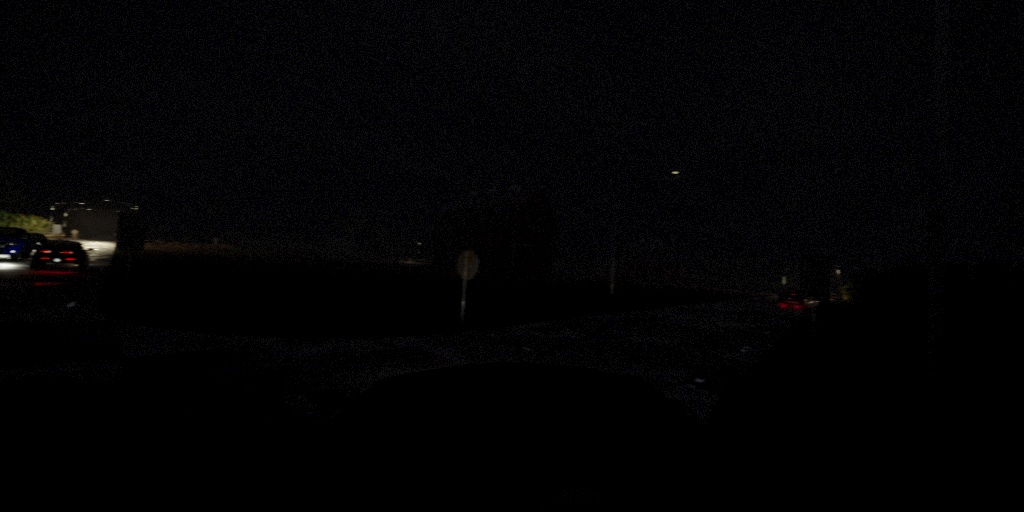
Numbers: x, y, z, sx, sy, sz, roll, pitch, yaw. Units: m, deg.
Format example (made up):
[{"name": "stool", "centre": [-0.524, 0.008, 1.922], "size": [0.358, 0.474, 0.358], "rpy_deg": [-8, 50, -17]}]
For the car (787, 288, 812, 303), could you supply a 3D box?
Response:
[{"name": "car", "centre": [35.388, 4.818, 44.120], "size": [2.128, 1.511, 4.902], "rpy_deg": [2, -3, 42]}]

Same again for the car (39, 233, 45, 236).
[{"name": "car", "centre": [-39.363, -1.125, 29.197], "size": [4.553, 1.767, 2.097], "rpy_deg": [3, -2, 43]}]

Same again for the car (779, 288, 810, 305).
[{"name": "car", "centre": [28.375, 4.060, 36.306], "size": [2.128, 1.511, 4.902], "rpy_deg": [2, -3, 42]}]

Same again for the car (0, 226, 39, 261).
[{"name": "car", "centre": [-31.609, -0.843, 22.048], "size": [5.566, 2.045, 2.150], "rpy_deg": [3, -2, 43]}]

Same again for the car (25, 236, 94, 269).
[{"name": "car", "centre": [-25.099, -0.128, 20.048], "size": [4.892, 1.490, 1.837], "rpy_deg": [3, -2, 42]}]

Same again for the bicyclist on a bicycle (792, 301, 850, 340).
[{"name": "bicyclist on a bicycle", "centre": [11.565, 2.244, 13.434], "size": [1.656, 1.620, 0.582], "rpy_deg": [5, -1, 42]}]
